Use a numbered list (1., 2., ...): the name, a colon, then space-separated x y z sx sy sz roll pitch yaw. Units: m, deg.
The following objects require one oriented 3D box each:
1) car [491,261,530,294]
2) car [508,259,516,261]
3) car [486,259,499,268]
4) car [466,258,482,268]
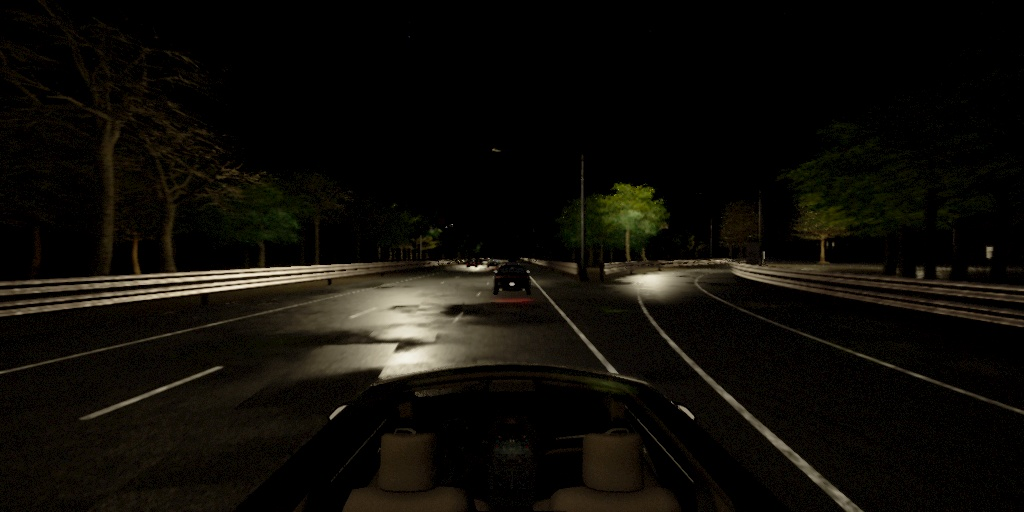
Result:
1. car: 0.001 1.239 20.319 1.882 1.535 5.008 0 0 0
2. car: -0.001 1.354 41.436 1.994 1.385 4.181 0 0 0
3. car: -3.505 1.460 64.090 1.895 1.301 4.718 0 0 0
4. car: -7.005 1.405 63.644 2.033 1.411 5.357 0 0 0
